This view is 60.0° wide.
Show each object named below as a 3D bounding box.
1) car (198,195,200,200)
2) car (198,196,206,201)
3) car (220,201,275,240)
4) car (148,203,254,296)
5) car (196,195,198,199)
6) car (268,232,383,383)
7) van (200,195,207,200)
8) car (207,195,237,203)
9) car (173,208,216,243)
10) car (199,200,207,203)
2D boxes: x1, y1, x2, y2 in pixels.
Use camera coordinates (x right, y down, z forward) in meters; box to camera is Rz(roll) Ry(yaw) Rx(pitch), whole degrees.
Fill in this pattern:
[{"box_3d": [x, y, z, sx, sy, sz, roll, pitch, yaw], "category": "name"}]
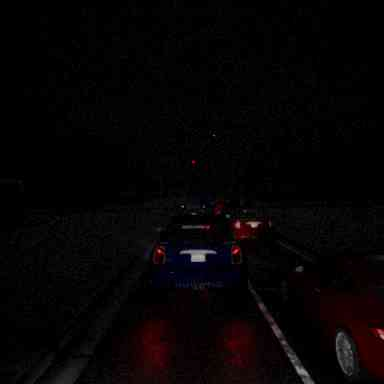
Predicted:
[{"box_3d": [2.631, 1.364, 58.528, 2.192, 1.841, 5.009, -1, 0, 0], "category": "car"}, {"box_3d": [2.636, 1.661, 85.559, 1.887, 1.381, 4.507, -1, 0, 0], "category": "car"}, {"box_3d": [2.629, 1.441, 15.955, 1.967, 1.590, 4.097, -1, 0, 0], "category": "car"}, {"box_3d": [0.087, 1.351, 8.843, 2.097, 1.767, 4.553, 0, 0, -1], "category": "car"}, {"box_3d": [2.636, 1.652, 80.153, 2.008, 1.369, 4.403, -1, 0, 0], "category": "car"}, {"box_3d": [2.630, 1.581, 5.150, 1.802, 1.307, 4.206, -1, 0, 0], "category": "car"}, {"box_3d": [2.631, 1.380, 53.121, 1.690, 1.788, 3.998, -1, 0, 0], "category": "van"}, {"box_3d": [2.629, 1.322, 26.760, 2.192, 1.841, 5.009, -1, 0, 0], "category": "car"}, {"box_3d": [0.097, 1.602, 17.039, 1.895, 1.301, 4.718, 0, 0, 0], "category": "car"}, {"box_3d": [0.105, 1.571, 27.051, 1.994, 1.385, 4.181, 0, 0, -1], "category": "car"}]
